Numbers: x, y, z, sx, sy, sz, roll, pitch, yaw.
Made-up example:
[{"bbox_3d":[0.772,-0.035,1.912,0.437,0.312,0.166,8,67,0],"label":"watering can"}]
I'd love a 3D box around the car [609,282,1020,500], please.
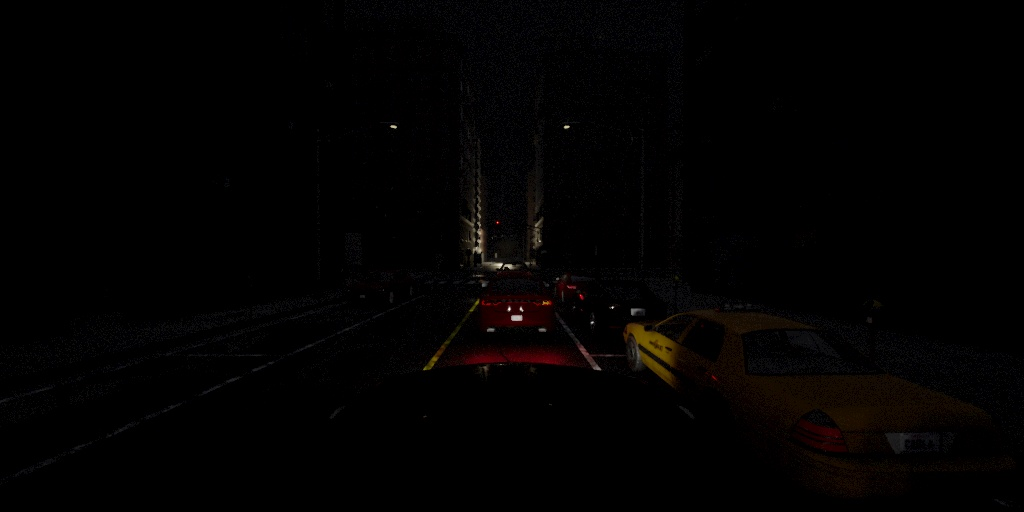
[{"bbox_3d":[2.875,1.274,4.826,1.751,1.417,4.829,0,0,0],"label":"car"}]

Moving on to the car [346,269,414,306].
[{"bbox_3d":[-5.654,1.290,15.837,1.888,1.381,4.507,0,0,0],"label":"car"}]

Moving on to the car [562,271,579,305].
[{"bbox_3d":[2.891,1.327,15.828,1.802,1.307,4.207,0,0,0],"label":"car"}]

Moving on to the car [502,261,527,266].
[{"bbox_3d":[0.121,1.096,20.751,2.097,1.767,4.553,0,0,0],"label":"car"}]

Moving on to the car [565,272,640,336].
[{"bbox_3d":[2.883,1.313,10.242,1.948,1.339,4.313,0,0,0],"label":"car"}]

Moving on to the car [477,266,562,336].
[{"bbox_3d":[0.106,1.225,10.421,1.882,1.535,5.008,0,0,0],"label":"car"}]
